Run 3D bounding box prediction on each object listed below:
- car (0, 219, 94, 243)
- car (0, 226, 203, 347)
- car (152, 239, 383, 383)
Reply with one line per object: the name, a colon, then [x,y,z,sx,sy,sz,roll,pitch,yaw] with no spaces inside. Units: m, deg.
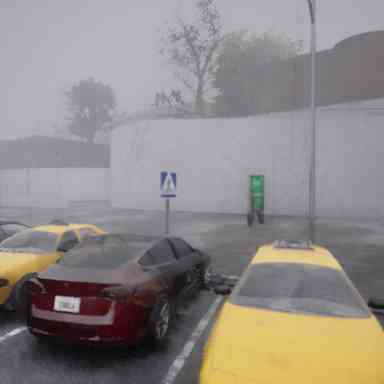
car: [-3.458,1.479,8.053,1.946,1.575,5.366,1,-1,15]
car: [-0.978,1.518,6.528,2.163,1.488,4.792,0,-1,15]
car: [1.398,1.486,4.587,1.946,1.575,5.366,1,-1,16]
